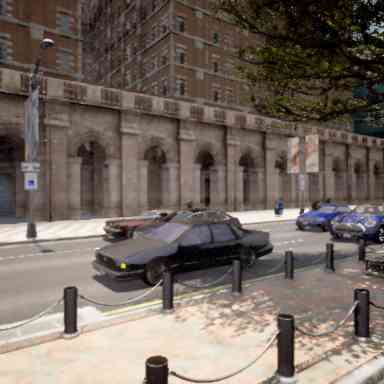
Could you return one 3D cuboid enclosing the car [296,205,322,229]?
[{"bbox_3d":[8.132,1.448,19.631,4.674,1.442,1.812,0,0,-35],"label":"car"}]

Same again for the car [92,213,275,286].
[{"bbox_3d":[0.011,1.526,9.534,5.357,1.411,2.033,0,0,-35],"label":"car"}]

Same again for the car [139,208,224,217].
[{"bbox_3d":[-0.066,1.473,13.781,4.892,1.490,1.837,0,0,-36],"label":"car"}]

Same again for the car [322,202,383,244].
[{"bbox_3d":[8.507,1.282,15.603,4.553,1.767,2.097,0,0,-35],"label":"car"}]

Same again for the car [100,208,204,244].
[{"bbox_3d":[-1.873,1.564,16.362,4.718,1.301,1.895,0,0,-36],"label":"car"}]
